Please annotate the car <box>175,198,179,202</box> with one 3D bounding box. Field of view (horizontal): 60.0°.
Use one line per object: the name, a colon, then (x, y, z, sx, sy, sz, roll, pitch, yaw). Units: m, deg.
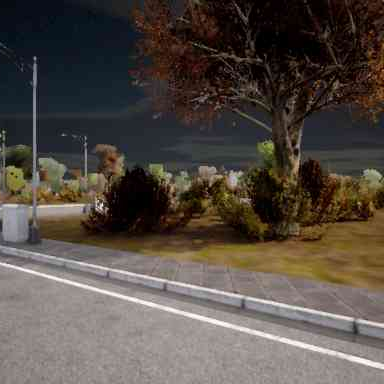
car: (-1.739, 1.453, 64.588, 1.837, 1.490, 4.892, 0, 0, 33)
